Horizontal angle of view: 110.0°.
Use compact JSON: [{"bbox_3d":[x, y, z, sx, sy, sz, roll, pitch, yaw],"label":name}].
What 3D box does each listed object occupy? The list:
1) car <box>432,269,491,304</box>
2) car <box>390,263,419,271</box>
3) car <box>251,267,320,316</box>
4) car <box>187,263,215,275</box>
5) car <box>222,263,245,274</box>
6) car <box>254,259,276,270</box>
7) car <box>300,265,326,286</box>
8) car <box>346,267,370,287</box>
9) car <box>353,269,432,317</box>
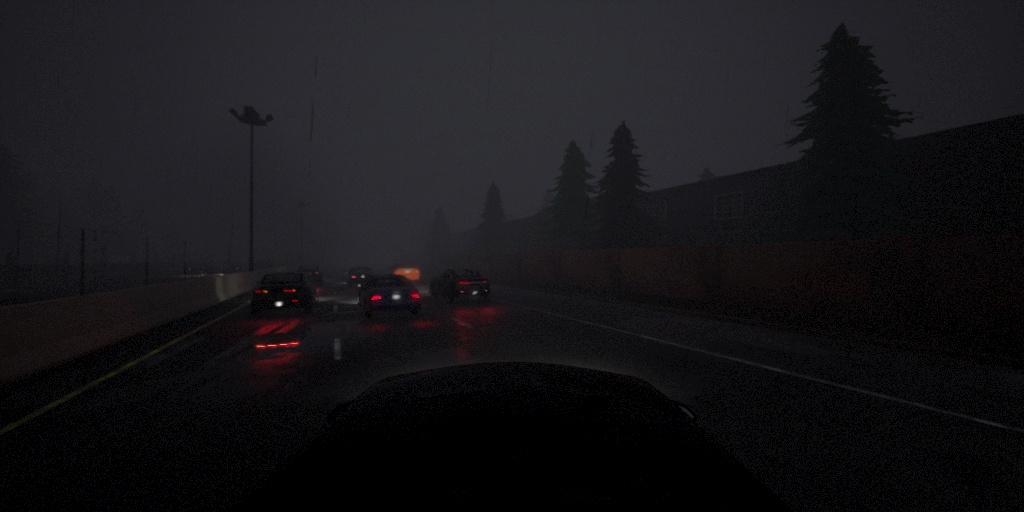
[{"bbox_3d":[-2.633,1.369,17.366,2.128,1.511,4.902,0,0,-26],"label":"car"},{"bbox_3d":[-9.273,1.341,30.715,2.097,1.767,4.553,0,-1,-26],"label":"car"},{"bbox_3d":[-8.914,1.364,14.277,1.837,1.490,4.892,0,0,-26],"label":"car"},{"bbox_3d":[-41.274,1.631,47.692,1.882,1.535,5.008,0,0,-26],"label":"car"},{"bbox_3d":[-38.193,1.690,49.351,1.812,1.442,4.674,0,0,-26],"label":"car"},{"bbox_3d":[-35.096,1.394,50.985,2.150,2.045,5.566,0,0,-26],"label":"car"},{"bbox_3d":[-15.580,1.463,27.674,2.128,1.511,4.902,0,0,-26],"label":"car"},{"bbox_3d":[-11.504,1.512,27.292,2.033,1.411,5.357,0,0,-26],"label":"car"},{"bbox_3d":[-4.834,1.399,13.884,2.033,1.411,5.357,0,0,-26],"label":"car"}]
